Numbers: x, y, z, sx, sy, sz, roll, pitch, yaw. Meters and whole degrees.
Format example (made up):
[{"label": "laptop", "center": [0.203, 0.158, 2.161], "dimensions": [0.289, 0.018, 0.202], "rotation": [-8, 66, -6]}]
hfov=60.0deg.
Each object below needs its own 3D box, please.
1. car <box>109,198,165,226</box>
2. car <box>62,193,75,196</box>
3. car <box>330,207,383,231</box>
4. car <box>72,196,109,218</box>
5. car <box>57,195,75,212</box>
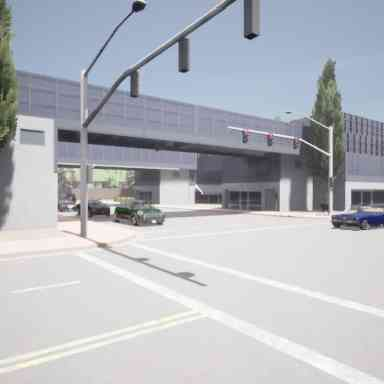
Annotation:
[{"label": "car", "center": [-3.796, 1.348, 23.535], "dimensions": [2.097, 1.767, 4.553], "rotation": [0, 0, -36]}, {"label": "car", "center": [-23.692, 1.215, 63.071], "dimensions": [2.150, 2.045, 5.566], "rotation": [0, 0, -36]}, {"label": "car", "center": [10.596, 1.594, 20.601], "dimensions": [4.718, 1.301, 1.895], "rotation": [0, 0, -37]}, {"label": "car", "center": [-9.245, 1.474, 31.020], "dimensions": [1.882, 1.535, 5.008], "rotation": [0, 0, -36]}, {"label": "car", "center": [-14.826, 1.488, 38.692], "dimensions": [2.128, 1.511, 4.902], "rotation": [0, 0, -36]}]
